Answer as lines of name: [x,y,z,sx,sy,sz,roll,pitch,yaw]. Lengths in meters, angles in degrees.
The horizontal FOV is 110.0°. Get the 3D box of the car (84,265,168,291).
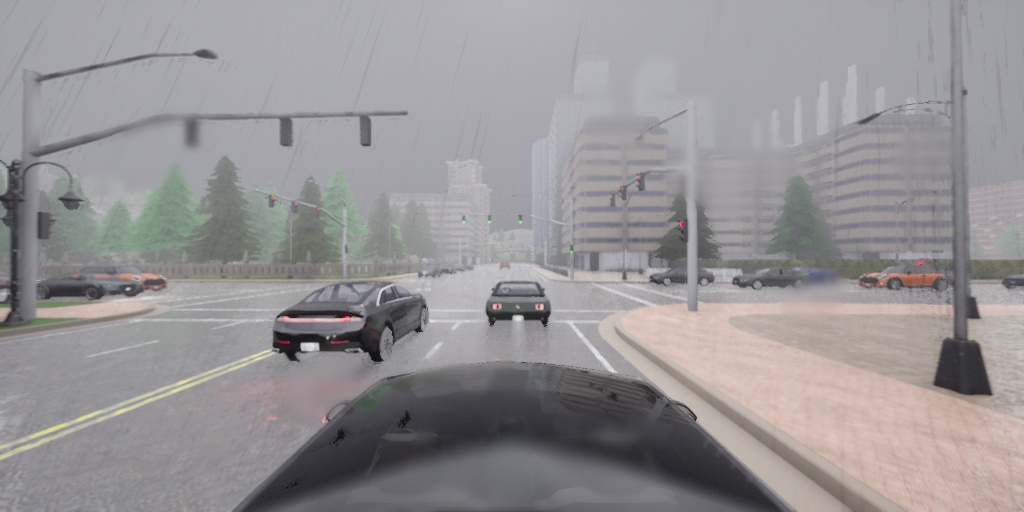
car: [-24.229,1.358,22.220,4.553,1.767,2.097,0,-1,1]

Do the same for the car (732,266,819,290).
car: [18.103,1.577,25.128,4.892,1.490,1.837,0,-1,1]

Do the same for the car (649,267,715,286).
car: [13.530,1.622,28.712,4.892,1.490,1.837,0,-1,1]

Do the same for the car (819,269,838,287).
car: [22.881,1.599,28.539,5.008,1.535,1.882,0,-1,1]

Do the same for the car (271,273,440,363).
car: [-3.336,1.329,8.390,2.128,1.511,4.902,0,-1,1]

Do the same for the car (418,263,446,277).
car: [-9.486,1.764,41.620,2.128,1.511,4.902,0,-1,1]

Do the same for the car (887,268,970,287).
car: [32.840,1.689,28.351,4.181,1.385,1.994,0,-1,0]

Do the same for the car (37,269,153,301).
car: [-21.926,1.524,18.671,4.181,1.385,1.994,0,-1,1]

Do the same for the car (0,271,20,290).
car: [-32.866,1.566,22.390,4.181,1.385,1.994,0,-1,1]

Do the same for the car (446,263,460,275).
car: [-9.291,1.754,51.352,2.097,1.767,4.553,0,-1,1]

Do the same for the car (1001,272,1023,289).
car: [37.158,1.558,24.760,5.008,1.535,1.882,0,-1,1]

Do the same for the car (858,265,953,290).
car: [27.040,1.429,24.961,4.553,1.767,2.097,0,-1,1]

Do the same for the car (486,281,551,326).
car: [0.217,1.492,12.331,1.895,1.301,4.718,0,-1,1]

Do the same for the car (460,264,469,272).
car: [-9.063,2.041,61.491,1.837,1.490,4.892,0,-1,2]
